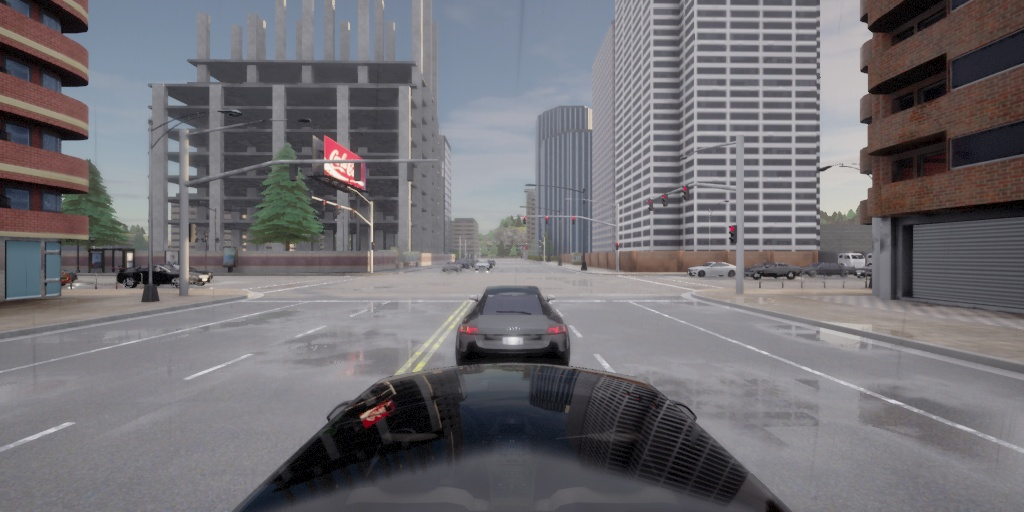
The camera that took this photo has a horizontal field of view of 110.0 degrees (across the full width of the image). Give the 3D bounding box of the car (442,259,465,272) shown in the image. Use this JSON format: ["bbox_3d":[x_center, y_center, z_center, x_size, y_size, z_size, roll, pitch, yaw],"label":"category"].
[{"bbox_3d":[-7.549,1.351,45.337,1.895,1.301,4.718,0,0,1],"label":"car"}]

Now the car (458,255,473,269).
[{"bbox_3d":[-7.586,1.101,54.745,2.097,1.767,4.553,0,0,0],"label":"car"}]

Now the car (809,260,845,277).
[{"bbox_3d":[29.671,1.297,34.247,5.357,1.411,2.033,0,0,-1],"label":"car"}]

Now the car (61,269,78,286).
[{"bbox_3d":[-31.113,1.102,22.657,4.553,1.767,2.097,0,0,-1],"label":"car"}]

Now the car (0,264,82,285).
[{"bbox_3d":[-34.594,1.314,26.109,4.181,1.385,1.994,0,0,-1],"label":"car"}]

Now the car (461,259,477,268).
[{"bbox_3d":[-7.643,1.241,64.145,2.128,1.511,4.902,0,0,0],"label":"car"}]

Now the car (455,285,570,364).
[{"bbox_3d":[0.011,1.314,7.691,1.994,1.385,4.181,0,0,0],"label":"car"}]

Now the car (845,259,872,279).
[{"bbox_3d":[32.227,1.241,30.776,4.902,1.511,2.128,0,0,-1],"label":"car"}]

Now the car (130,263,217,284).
[{"bbox_3d":[-24.691,1.276,26.270,4.674,1.442,1.812,0,0,-1],"label":"car"}]

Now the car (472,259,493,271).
[{"bbox_3d":[-4.027,1.275,49.430,1.812,1.442,4.674,0,0,-1],"label":"car"}]

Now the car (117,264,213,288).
[{"bbox_3d":[-22.011,1.241,22.787,4.902,1.511,2.128,0,0,-1],"label":"car"}]

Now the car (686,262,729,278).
[{"bbox_3d":[19.089,1.276,34.078,4.674,1.442,1.812,0,0,-1],"label":"car"}]

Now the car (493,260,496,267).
[{"bbox_3d":[-4.113,1.351,59.010,1.895,1.301,4.718,0,0,-1],"label":"car"}]

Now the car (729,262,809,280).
[{"bbox_3d":[21.853,1.241,30.638,4.902,1.511,2.128,0,0,-1],"label":"car"}]
